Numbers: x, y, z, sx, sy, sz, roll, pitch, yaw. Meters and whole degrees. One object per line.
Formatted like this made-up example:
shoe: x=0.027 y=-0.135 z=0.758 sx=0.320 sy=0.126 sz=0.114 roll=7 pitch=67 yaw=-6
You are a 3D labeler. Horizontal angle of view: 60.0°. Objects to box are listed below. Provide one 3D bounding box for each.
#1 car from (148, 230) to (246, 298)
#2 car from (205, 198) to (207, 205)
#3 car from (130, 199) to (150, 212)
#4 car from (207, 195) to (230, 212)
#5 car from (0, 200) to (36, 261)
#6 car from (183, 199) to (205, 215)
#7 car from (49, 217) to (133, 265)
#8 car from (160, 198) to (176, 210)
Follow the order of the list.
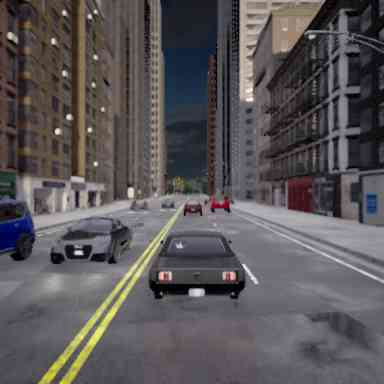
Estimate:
car: x=0.098 y=1.634 z=8.552 sx=1.895 sy=1.301 sz=4.718 roll=0 pitch=0 yaw=0
car: x=3.280 y=1.743 z=62.882 sx=1.812 sy=1.442 sz=4.674 roll=0 pitch=0 yaw=1
car: x=-6.596 y=1.676 z=42.031 sx=1.812 sy=1.442 sz=4.674 roll=0 pitch=0 yaw=0
car: x=3.347 y=1.367 z=40.613 sx=2.150 sy=2.045 sz=5.566 roll=0 pitch=0 yaw=0
car: x=-6.600 y=1.261 z=9.558 sx=2.150 sy=2.045 sz=5.566 roll=0 pitch=-1 yaw=0
car: x=0.097 y=1.607 z=35.550 sx=1.882 sy=1.535 sz=5.008 roll=0 pitch=0 yaw=0
car: x=-3.349 y=1.609 z=11.794 sx=1.994 sy=1.385 sz=4.181 roll=0 pitch=0 yaw=0
car: x=-3.339 y=1.674 z=47.079 sx=1.837 sy=1.490 sz=4.892 roll=0 pitch=0 yaw=0
